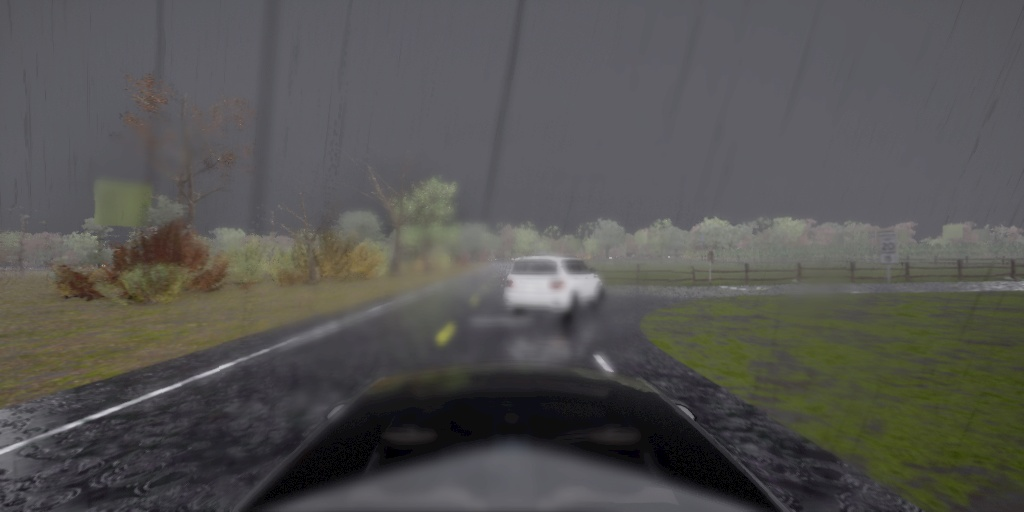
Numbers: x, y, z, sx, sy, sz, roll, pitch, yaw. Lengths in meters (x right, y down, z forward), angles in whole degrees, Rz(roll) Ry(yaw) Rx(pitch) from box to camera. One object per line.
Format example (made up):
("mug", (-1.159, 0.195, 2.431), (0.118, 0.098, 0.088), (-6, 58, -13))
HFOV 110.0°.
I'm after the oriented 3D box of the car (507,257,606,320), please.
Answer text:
("car", (1.842, 1.063, 13.482), (2.150, 2.045, 5.566), (-1, -1, 28))
